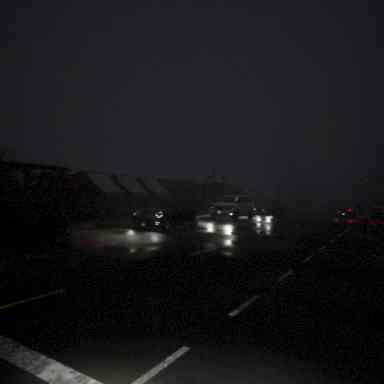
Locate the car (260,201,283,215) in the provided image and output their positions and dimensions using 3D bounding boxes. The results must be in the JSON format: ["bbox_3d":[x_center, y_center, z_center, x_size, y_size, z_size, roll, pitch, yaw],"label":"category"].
[{"bbox_3d":[8.730,1.724,36.833,2.128,1.511,4.902,3,0,31],"label":"car"}]

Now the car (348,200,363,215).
[{"bbox_3d":[21.993,2.253,45.194,1.882,1.535,5.008,3,0,31],"label":"car"}]

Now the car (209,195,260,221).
[{"bbox_3d":[3.536,1.262,28.106,2.150,2.045,5.566,3,0,31],"label":"car"}]

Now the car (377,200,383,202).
[{"bbox_3d":[25.379,2.149,44.016,2.150,2.045,5.566,3,0,30],"label":"car"}]

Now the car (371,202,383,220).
[{"bbox_3d":[20.289,2.218,35.443,1.882,1.535,5.008,3,0,31],"label":"car"}]

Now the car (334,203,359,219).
[{"bbox_3d":[17.223,2.126,37.195,1.812,1.442,4.674,3,0,30],"label":"car"}]

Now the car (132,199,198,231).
[{"bbox_3d":[-1.455,1.209,19.708,2.097,1.767,4.553,3,0,31],"label":"car"}]

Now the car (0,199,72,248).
[{"bbox_3d":[-6.445,1.025,11.294,2.097,1.767,4.553,3,0,31],"label":"car"}]
